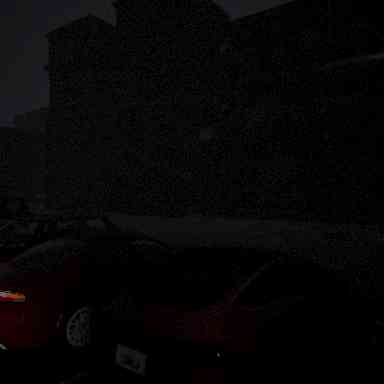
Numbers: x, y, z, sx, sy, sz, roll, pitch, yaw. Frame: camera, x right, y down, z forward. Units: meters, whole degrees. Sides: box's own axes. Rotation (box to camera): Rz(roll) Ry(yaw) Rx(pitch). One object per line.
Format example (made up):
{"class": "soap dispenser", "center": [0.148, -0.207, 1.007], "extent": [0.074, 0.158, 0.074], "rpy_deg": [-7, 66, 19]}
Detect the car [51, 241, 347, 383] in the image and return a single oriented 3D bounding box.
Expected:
{"class": "car", "center": [0.819, 1.508, 4.806], "extent": [2.163, 1.488, 4.792], "rpy_deg": [0, 0, 35]}

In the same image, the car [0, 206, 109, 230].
{"class": "car", "center": [-3.705, 1.345, 8.035], "extent": [2.185, 1.767, 4.553], "rpy_deg": [0, 0, 35]}

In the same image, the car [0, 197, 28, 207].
{"class": "car", "center": [-8.169, 1.205, 11.144], "extent": [2.435, 2.045, 5.566], "rpy_deg": [0, 0, 36]}

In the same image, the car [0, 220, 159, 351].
{"class": "car", "center": [-1.464, 1.475, 6.392], "extent": [2.097, 1.535, 5.008], "rpy_deg": [0, 0, 35]}
